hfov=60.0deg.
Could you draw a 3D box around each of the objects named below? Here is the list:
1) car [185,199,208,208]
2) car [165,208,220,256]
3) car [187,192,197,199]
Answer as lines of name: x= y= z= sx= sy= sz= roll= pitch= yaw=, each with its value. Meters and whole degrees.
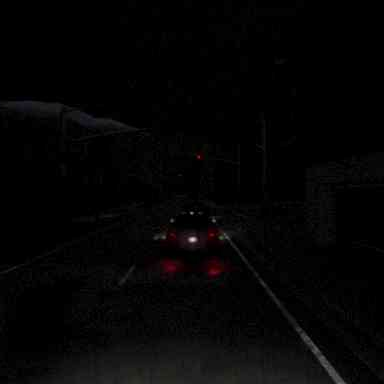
car: x=0.393 y=1.555 z=25.715 sx=2.033 sy=1.411 sz=5.357 roll=0 pitch=0 yaw=9
car: x=0.043 y=1.568 z=13.185 sx=1.994 sy=1.385 sz=4.181 roll=0 pitch=0 yaw=1
car: x=-0.010 y=1.060 z=74.884 sx=2.150 sy=2.045 sz=5.566 roll=0 pitch=0 yaw=0
